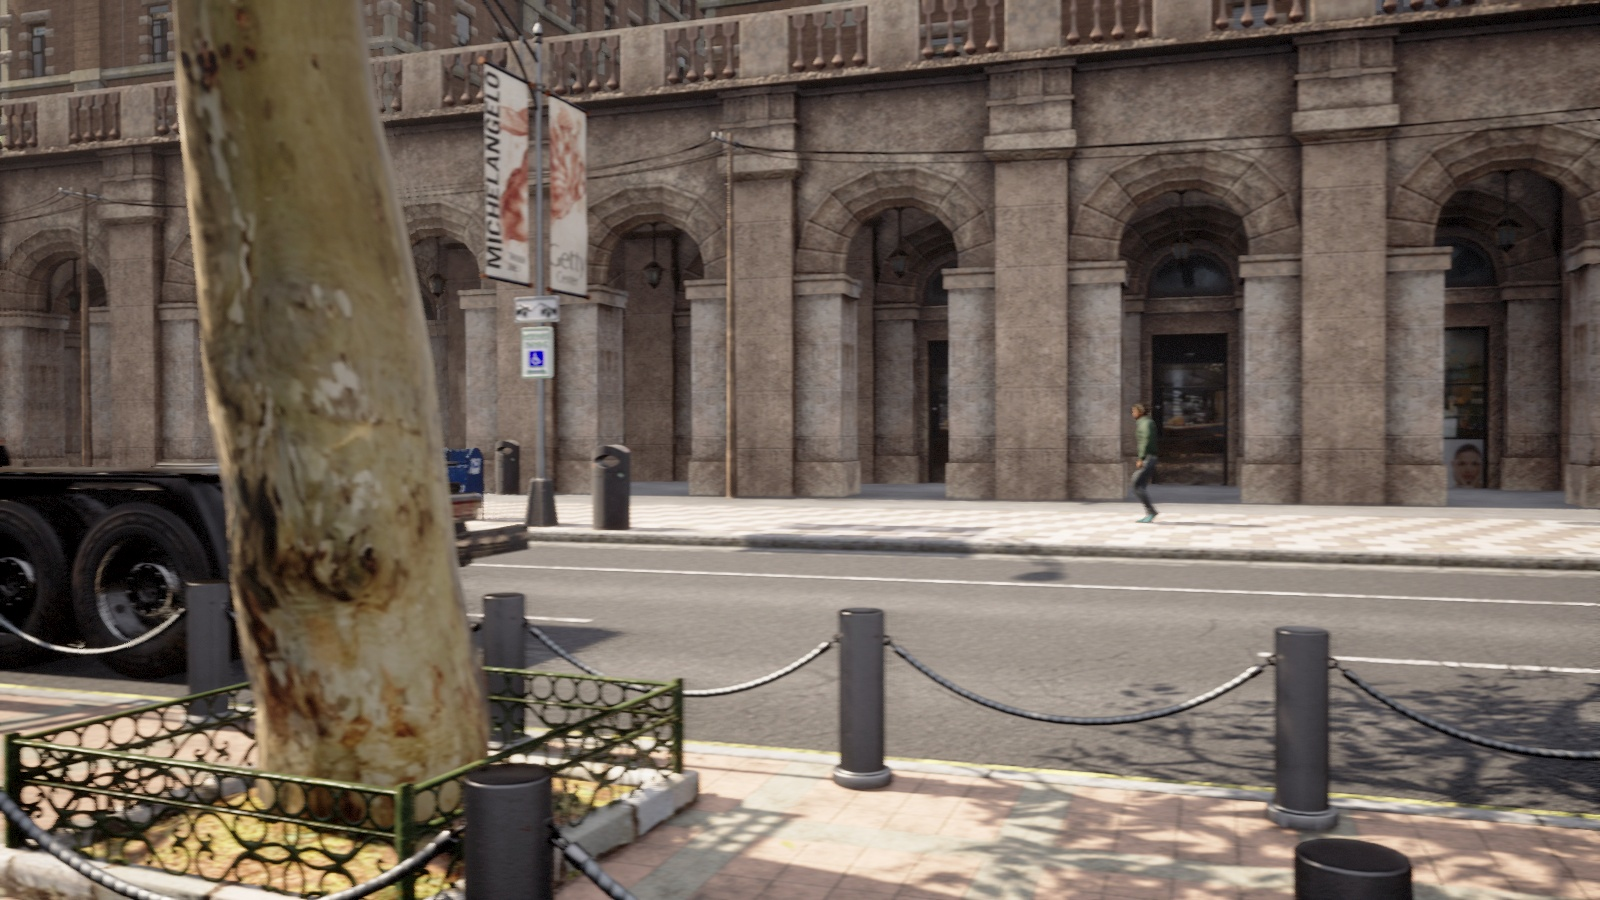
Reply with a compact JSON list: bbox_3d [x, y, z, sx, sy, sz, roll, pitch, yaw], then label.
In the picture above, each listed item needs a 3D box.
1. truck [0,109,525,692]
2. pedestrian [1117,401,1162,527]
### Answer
[{"bbox_3d":[-6.459,-0.341,10.067,7.936,3.462,2.891,1,1,18],"label":"truck"},{"bbox_3d":[5.045,0.203,18.664,0.614,1.847,0.353,1,1,20],"label":"pedestrian"}]
